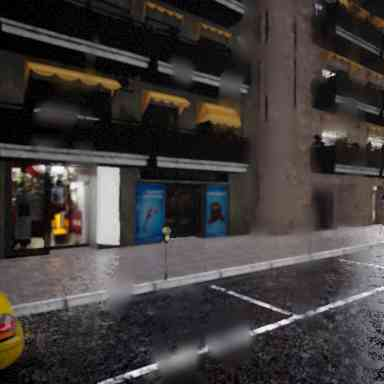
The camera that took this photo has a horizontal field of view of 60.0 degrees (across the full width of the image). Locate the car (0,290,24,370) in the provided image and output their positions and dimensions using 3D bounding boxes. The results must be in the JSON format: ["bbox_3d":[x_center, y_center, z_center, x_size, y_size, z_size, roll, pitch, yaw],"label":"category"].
[{"bbox_3d":[-4.275,1.528,3.034,4.829,1.417,1.752,0,0,-36],"label":"car"}]
